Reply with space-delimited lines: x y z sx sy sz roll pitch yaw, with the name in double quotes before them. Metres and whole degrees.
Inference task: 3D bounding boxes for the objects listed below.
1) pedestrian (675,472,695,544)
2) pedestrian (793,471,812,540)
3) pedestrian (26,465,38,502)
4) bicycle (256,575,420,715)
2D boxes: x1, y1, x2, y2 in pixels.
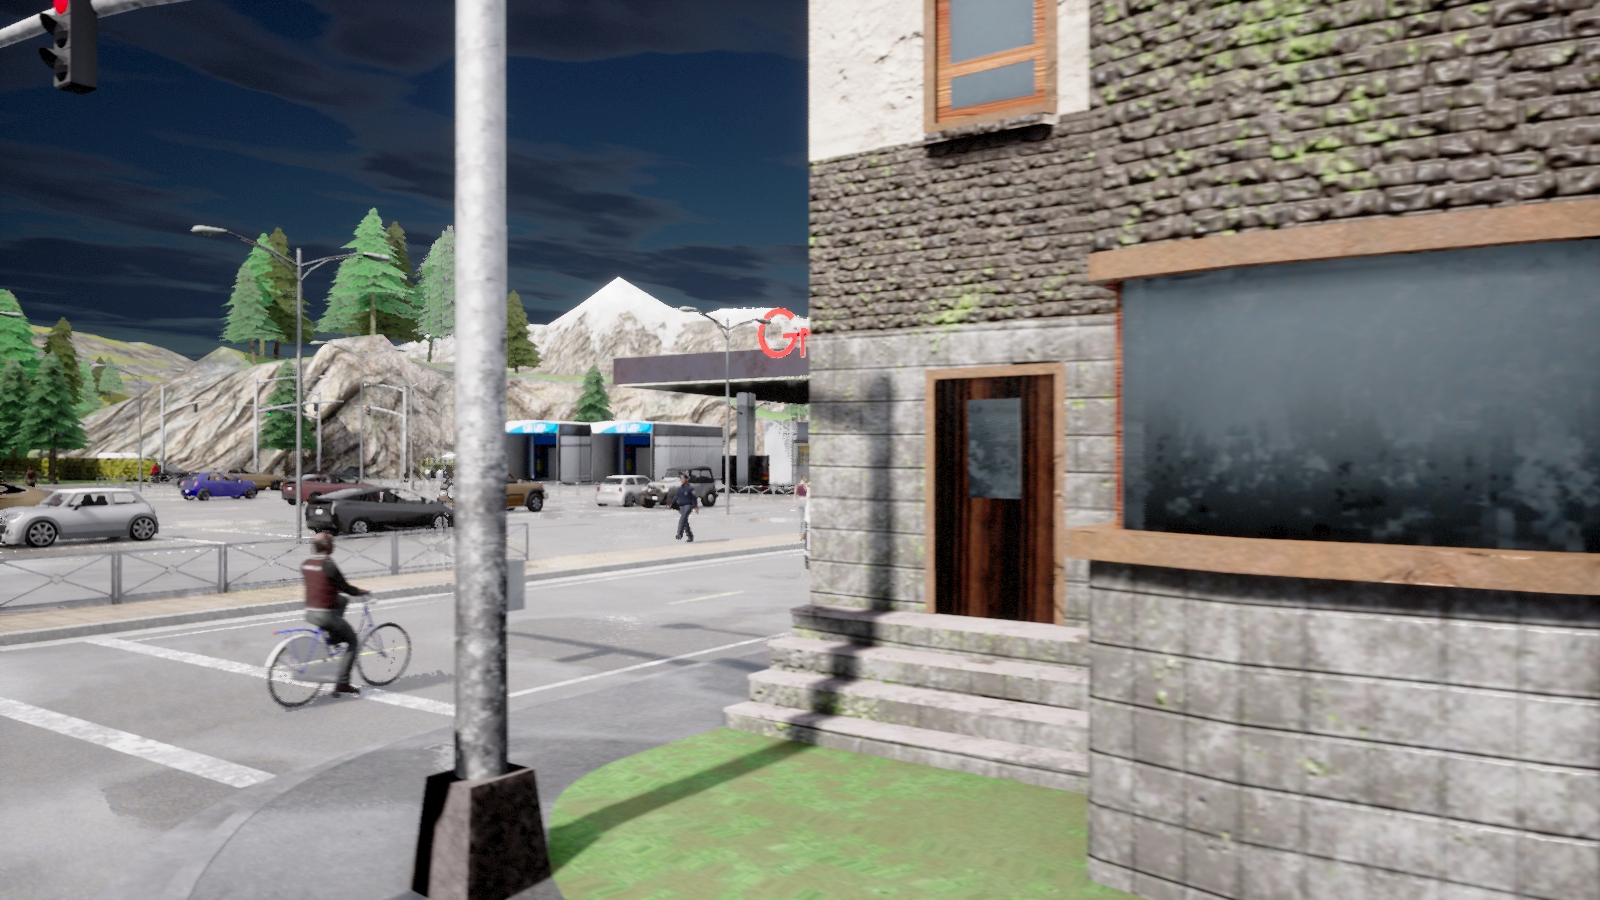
"pedestrian" -3.016 1.505 29.926 0.375 1.860 0.375 0 0 32
"pedestrian" 0.062 1.503 31.162 0.375 1.860 0.375 0 0 32
"pedestrian" -38.254 1.667 56.919 0.375 1.860 0.375 0 0 28
"bicycle" -4.851 2.016 12.126 0.329 1.171 1.835 1 1 27
